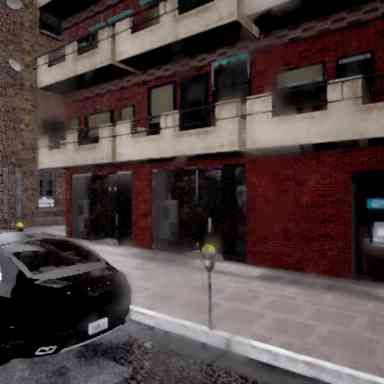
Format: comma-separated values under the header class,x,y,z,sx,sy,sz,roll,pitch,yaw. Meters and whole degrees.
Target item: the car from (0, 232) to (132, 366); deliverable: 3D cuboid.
class,x,y,z,sx,sy,sz,roll,pitch,yaw
car,-3.178,1.459,5.698,4.892,1.490,1.837,1,0,35
